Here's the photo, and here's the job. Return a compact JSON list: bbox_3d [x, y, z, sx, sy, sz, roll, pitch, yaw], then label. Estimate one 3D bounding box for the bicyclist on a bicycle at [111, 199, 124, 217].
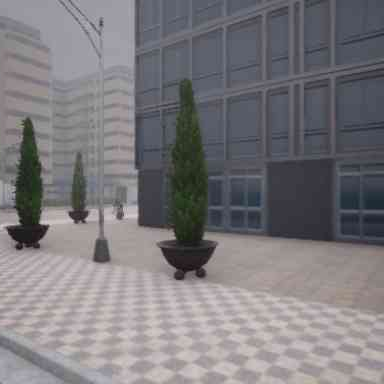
[{"bbox_3d":[-6.537,1.402,29.108,1.656,1.620,0.582,-1,0,35],"label":"bicyclist on a bicycle"}]
